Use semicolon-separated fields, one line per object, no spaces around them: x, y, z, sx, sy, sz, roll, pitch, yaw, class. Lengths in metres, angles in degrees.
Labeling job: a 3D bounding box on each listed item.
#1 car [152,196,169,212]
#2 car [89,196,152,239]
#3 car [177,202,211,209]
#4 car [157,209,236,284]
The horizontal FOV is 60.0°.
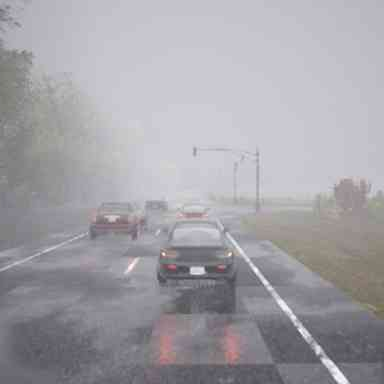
-3.392;1.125;32.832;1.882;1.535;5.008;0;1;0;car
-3.395;1.177;16.289;2.097;1.767;4.553;0;1;0;car
0.109;1.322;19.018;1.812;1.442;4.674;0;1;0;car
0.104;1.427;9.142;1.812;1.442;4.674;0;1;0;car
